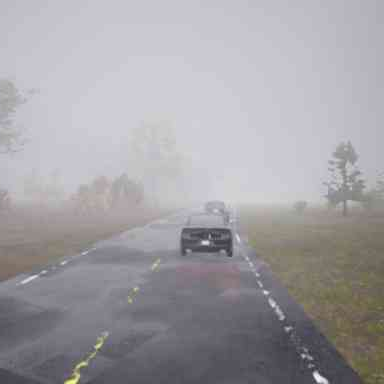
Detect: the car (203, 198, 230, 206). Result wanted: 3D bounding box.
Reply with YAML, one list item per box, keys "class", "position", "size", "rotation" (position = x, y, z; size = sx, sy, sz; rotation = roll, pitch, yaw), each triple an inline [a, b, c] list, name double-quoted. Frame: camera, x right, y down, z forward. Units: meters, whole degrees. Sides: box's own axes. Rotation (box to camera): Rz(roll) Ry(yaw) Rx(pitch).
- class: "car"
  position: [2.015, 1.486, 27.114]
  size: [2.097, 1.767, 4.553]
  rotation: [0, 0, 8]

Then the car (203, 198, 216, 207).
- class: "car"
  position: [3.138, 1.822, 59.522]
  size: [1.812, 1.442, 4.674]
  rotation: [0, 0, 8]

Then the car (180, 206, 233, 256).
- class: "car"
  position: [0.655, 1.544, 13.555]
  size: [1.882, 1.535, 5.008]
  rotation: [0, 0, 5]
